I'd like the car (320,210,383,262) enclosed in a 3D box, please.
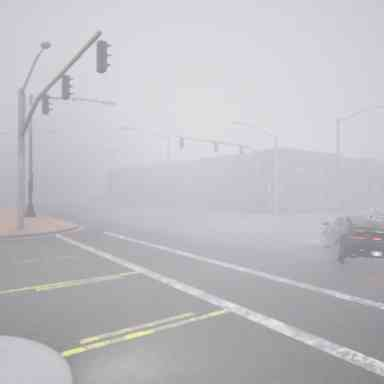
[{"bbox_3d":[6.030,1.584,12.164,1.837,1.490,4.892,3,0,14],"label":"car"}]

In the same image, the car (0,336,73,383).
[{"bbox_3d":[-2.992,1.515,1.611,4.674,1.442,1.812,0,0,-36],"label":"car"}]

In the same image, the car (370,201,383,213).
[{"bbox_3d":[17.635,1.561,29.482,4.553,1.767,2.097,0,0,-35],"label":"car"}]
